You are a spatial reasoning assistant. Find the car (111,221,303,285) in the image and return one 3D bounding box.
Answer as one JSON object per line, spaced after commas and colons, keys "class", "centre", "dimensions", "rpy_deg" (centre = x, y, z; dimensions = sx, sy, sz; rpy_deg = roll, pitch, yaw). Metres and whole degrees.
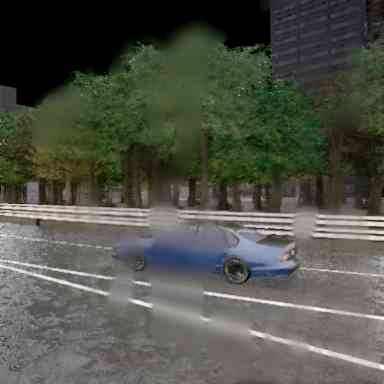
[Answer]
{"class": "car", "centre": [0.292, 1.562, 9.466], "dimensions": [5.357, 1.411, 2.033], "rpy_deg": [0, 0, 27]}
